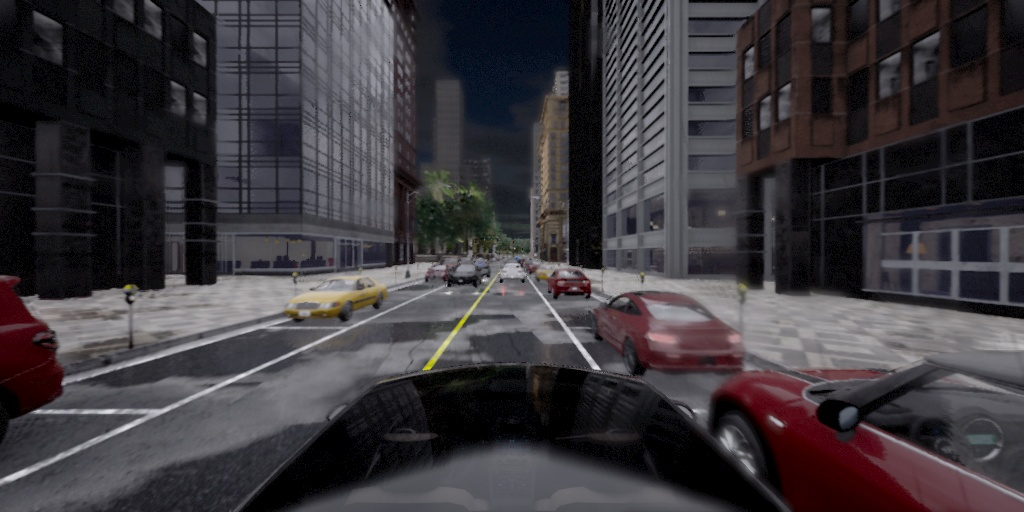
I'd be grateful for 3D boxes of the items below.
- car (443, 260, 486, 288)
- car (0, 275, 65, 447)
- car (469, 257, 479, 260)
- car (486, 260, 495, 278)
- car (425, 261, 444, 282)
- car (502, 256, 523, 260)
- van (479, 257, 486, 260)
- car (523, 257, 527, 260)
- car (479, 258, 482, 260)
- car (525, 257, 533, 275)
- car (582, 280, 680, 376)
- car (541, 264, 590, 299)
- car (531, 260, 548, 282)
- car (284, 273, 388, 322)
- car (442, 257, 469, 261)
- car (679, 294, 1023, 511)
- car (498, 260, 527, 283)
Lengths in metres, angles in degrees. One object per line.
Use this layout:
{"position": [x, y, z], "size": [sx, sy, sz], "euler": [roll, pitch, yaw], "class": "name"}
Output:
{"position": [-3.043, 1.235, 23.928], "size": [1.882, 1.535, 5.008], "euler": [0, 0, 0], "class": "car"}
{"position": [-5.762, 1.066, 1.704], "size": [2.192, 1.841, 5.009], "euler": [0, 0, 0], "class": "car"}
{"position": [-5.797, 1.090, 45.111], "size": [2.192, 1.841, 5.009], "euler": [0, 0, 0], "class": "car"}
{"position": [-3.026, 1.329, 34.434], "size": [1.994, 1.385, 4.181], "euler": [0, 0, 0], "class": "car"}
{"position": [-5.784, 1.343, 28.834], "size": [1.802, 1.307, 4.207], "euler": [0, 0, 0], "class": "car"}
{"position": [0.054, 1.127, 47.384], "size": [2.097, 1.767, 4.553], "euler": [0, 0, 0], "class": "car"}
{"position": [-5.810, 1.133, 61.389], "size": [1.690, 1.789, 3.998], "euler": [0, 0, 0], "class": "van"}
{"position": [2.728, 1.212, 45.106], "size": [1.967, 1.591, 4.097], "euler": [0, 0, 0], "class": "car"}
{"position": [-5.802, 1.326, 50.537], "size": [1.888, 1.381, 4.507], "euler": [0, 0, 0], "class": "car"}
{"position": [2.732, 1.207, 39.681], "size": [1.967, 1.591, 4.097], "euler": [0, 0, 0], "class": "car"}
{"position": [2.759, 1.332, 7.132], "size": [1.802, 1.307, 4.207], "euler": [0, 0, 0], "class": "car"}
{"position": [2.750, 1.299, 17.982], "size": [1.888, 1.381, 4.507], "euler": [0, 0, 0], "class": "car"}
{"position": [2.741, 1.285, 29.002], "size": [1.751, 1.417, 4.829], "euler": [0, 0, 0], "class": "car"}
{"position": [-5.770, 1.279, 12.386], "size": [1.751, 1.417, 4.829], "euler": [0, 0, 0], "class": "car"}
{"position": [-5.788, 1.080, 34.259], "size": [2.192, 1.841, 5.009], "euler": [0, 0, 0], "class": "car"}
{"position": [2.763, 1.189, 1.707], "size": [1.967, 1.591, 4.097], "euler": [0, 0, 0], "class": "car"}
{"position": [0.041, 1.285, 28.264], "size": [1.812, 1.442, 4.674], "euler": [0, 0, 1], "class": "car"}
